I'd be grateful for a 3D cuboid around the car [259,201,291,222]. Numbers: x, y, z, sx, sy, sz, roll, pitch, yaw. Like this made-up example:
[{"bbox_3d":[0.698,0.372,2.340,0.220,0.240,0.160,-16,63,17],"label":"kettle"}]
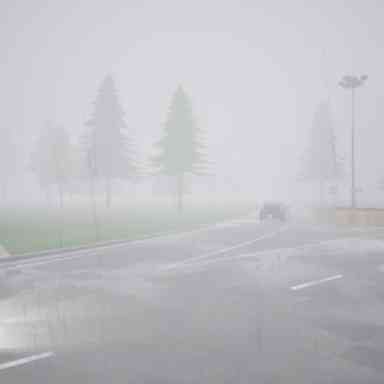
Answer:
[{"bbox_3d":[6.545,1.456,26.063,1.837,1.490,4.892,0,0,23],"label":"car"}]
